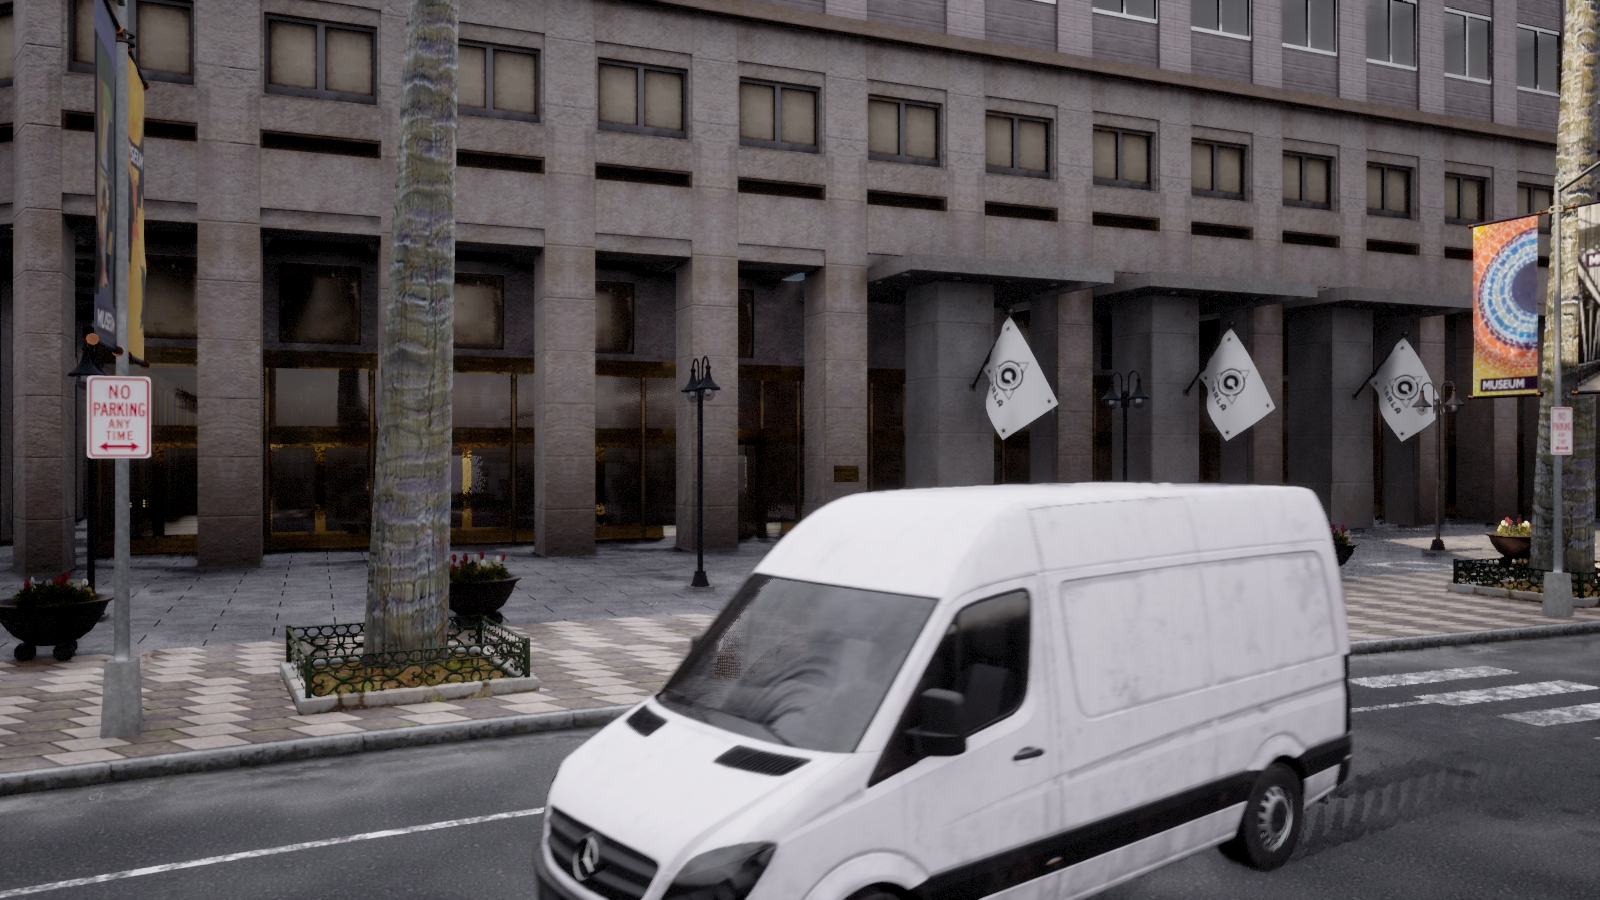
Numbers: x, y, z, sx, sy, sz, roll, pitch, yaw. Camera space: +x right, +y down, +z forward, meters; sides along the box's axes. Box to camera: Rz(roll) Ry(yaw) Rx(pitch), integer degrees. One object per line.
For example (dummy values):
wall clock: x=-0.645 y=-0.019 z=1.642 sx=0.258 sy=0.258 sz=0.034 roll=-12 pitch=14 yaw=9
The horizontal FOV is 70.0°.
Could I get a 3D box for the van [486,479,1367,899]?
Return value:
van: x=1.219 y=1.534 z=7.293 sx=5.915 sy=2.561 sz=1.988 roll=0 pitch=0 yaw=-39
